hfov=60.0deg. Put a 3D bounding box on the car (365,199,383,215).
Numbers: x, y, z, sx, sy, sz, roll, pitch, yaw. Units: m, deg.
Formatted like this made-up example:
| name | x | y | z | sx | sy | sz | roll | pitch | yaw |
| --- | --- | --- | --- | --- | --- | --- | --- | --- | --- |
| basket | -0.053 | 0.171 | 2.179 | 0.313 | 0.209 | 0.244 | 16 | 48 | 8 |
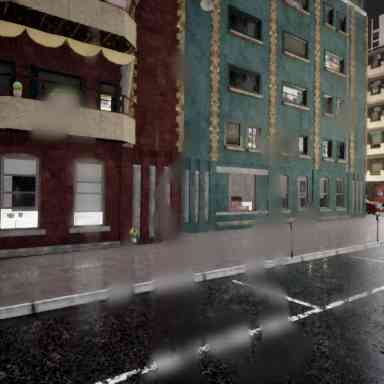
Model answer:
| name | x | y | z | sx | sy | sz | roll | pitch | yaw |
| --- | --- | --- | --- | --- | --- | --- | --- | --- | --- |
| car | 15.690 | 1.240 | 32.190 | 2.192 | 1.841 | 5.009 | 1 | 0 | -36 |
